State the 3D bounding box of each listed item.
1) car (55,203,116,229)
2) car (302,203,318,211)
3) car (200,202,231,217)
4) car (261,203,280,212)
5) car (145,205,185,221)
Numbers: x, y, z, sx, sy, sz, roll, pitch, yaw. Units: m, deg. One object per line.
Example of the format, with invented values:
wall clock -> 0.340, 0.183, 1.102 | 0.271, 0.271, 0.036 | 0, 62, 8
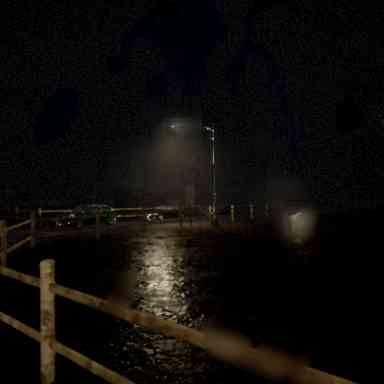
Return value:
car -> -8.019, 1.754, 25.306 | 2.097, 1.767, 4.553 | -2, -2, 36
car -> 21.240, 2.641, 59.779 | 1.994, 1.385, 4.181 | -2, -2, 36
car -> 2.901, 2.066, 40.535 | 2.097, 1.767, 4.553 | -2, -2, 36
car -> 12.928, 2.518, 54.359 | 2.128, 1.511, 4.902 | -2, -2, 36
car -> -2.694, 2.042, 32.725 | 2.128, 1.511, 4.902 | -2, -2, 36
